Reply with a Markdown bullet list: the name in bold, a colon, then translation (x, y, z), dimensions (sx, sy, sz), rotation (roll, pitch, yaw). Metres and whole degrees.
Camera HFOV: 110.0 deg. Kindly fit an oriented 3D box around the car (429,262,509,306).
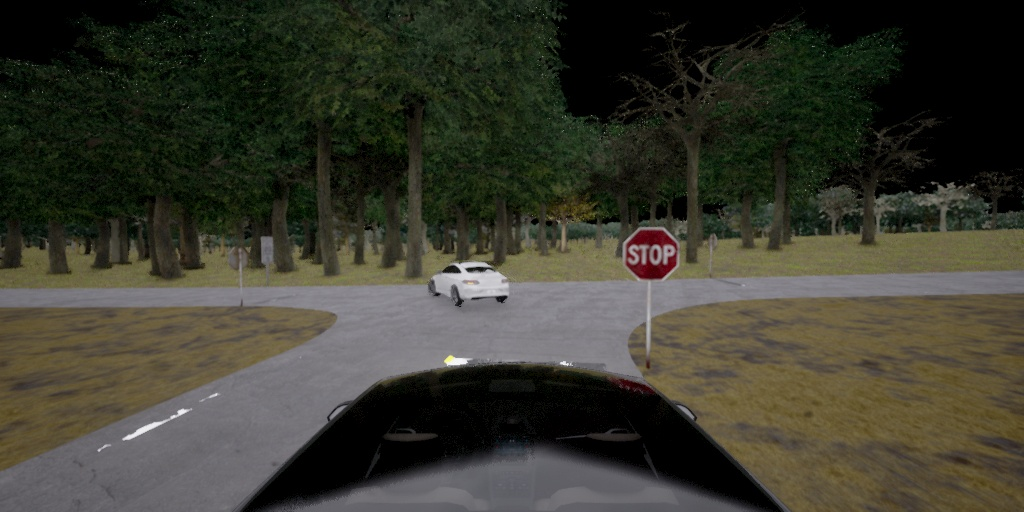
- **car**: translation (-1.727, 0.943, 13.592), dimensions (1.812, 1.442, 4.674), rotation (0, 1, -27)
